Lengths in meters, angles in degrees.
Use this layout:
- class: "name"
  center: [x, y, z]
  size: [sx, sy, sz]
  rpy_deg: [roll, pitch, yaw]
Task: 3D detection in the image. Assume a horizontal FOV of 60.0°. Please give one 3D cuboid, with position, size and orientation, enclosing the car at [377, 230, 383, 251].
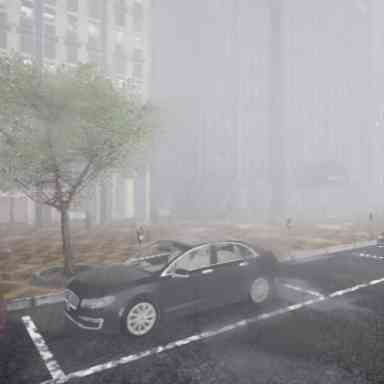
- class: "car"
  center: [8.847, 1.585, 12.872]
  size: [4.403, 1.369, 2.008]
  rpy_deg: [0, 0, -35]

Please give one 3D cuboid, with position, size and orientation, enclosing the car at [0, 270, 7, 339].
- class: "car"
  center: [-4.642, 1.311, 3.251]
  size: [5.009, 1.841, 2.192]
  rpy_deg: [0, 0, -35]

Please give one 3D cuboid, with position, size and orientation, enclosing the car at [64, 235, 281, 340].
- class: "car"
  center: [-0.145, 1.559, 6.459]
  size: [4.403, 1.369, 2.008]
  rpy_deg: [0, 0, -35]
